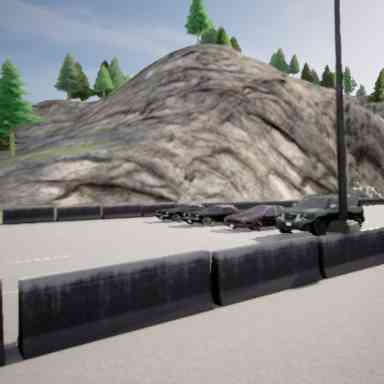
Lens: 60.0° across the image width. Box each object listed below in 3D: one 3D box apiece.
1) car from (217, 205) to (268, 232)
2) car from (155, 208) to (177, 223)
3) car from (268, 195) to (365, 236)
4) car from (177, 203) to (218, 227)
[{"bbox_3d":[4.376,1.487,20.004,5.357,1.411,2.033,0,0,-35],"label":"car"},{"bbox_3d":[-0.395,1.540,25.200,4.718,1.301,1.895,0,0,-35],"label":"car"},{"bbox_3d":[6.852,1.161,17.469,5.566,2.045,2.150,0,0,-35],"label":"car"},{"bbox_3d":[1.663,1.542,22.369,4.718,1.301,1.895,0,0,-35],"label":"car"}]
